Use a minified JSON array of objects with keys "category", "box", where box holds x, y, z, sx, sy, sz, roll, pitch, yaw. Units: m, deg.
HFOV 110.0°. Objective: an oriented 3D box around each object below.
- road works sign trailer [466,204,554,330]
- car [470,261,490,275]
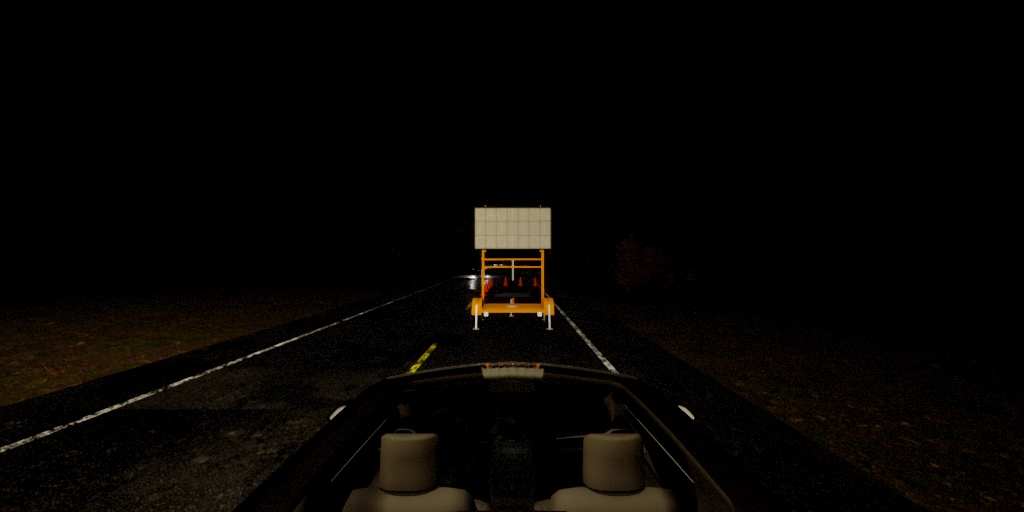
[{"category":"road works sign trailer","box":[0.028,0.215,11.119,2.380,3.560,2.880,0,0,0]},{"category":"car","box":[-3.389,1.269,38.757,1.837,1.490,4.892,0,0,0]}]
